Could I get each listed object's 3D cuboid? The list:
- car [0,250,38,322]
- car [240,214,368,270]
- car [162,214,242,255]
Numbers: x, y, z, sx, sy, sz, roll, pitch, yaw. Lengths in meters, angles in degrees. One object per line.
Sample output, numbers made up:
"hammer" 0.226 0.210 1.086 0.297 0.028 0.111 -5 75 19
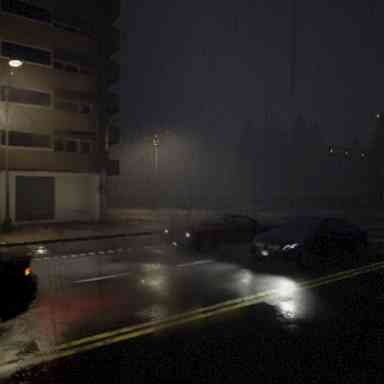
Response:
"car" -4.906 1.505 4.780 4.892 1.490 1.837 0 0 -35
"car" 4.023 1.500 11.043 4.674 1.442 1.812 0 0 -35
"car" 1.199 1.575 13.369 4.718 1.301 1.895 0 0 -35
